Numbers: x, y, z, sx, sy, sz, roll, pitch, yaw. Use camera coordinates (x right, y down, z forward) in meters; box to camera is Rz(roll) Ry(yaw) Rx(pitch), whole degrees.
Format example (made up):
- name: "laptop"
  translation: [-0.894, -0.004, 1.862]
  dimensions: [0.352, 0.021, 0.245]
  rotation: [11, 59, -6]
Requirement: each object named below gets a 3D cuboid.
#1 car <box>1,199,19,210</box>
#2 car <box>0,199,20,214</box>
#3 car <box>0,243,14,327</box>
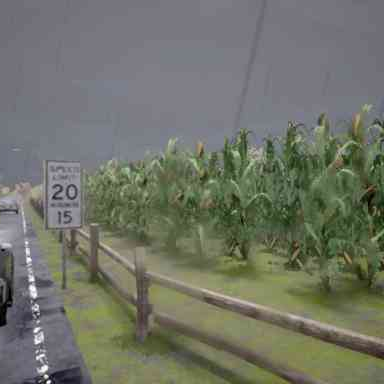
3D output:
- name: "car"
  translation: [-23.648, 1.583, 43.349]
  dimensions: [1.895, 1.301, 4.718]
  rotation: [0, 0, -27]
- name: "car"
  translation: [-19.051, 1.531, 34.573]
  dimensions: [2.033, 1.411, 5.357]
  rotation: [0, 0, -27]
- name: "car"
  translation: [-4.598, 1.560, 6.466]
  dimensions: [1.994, 1.385, 4.181]
  rotation: [0, 0, -27]
